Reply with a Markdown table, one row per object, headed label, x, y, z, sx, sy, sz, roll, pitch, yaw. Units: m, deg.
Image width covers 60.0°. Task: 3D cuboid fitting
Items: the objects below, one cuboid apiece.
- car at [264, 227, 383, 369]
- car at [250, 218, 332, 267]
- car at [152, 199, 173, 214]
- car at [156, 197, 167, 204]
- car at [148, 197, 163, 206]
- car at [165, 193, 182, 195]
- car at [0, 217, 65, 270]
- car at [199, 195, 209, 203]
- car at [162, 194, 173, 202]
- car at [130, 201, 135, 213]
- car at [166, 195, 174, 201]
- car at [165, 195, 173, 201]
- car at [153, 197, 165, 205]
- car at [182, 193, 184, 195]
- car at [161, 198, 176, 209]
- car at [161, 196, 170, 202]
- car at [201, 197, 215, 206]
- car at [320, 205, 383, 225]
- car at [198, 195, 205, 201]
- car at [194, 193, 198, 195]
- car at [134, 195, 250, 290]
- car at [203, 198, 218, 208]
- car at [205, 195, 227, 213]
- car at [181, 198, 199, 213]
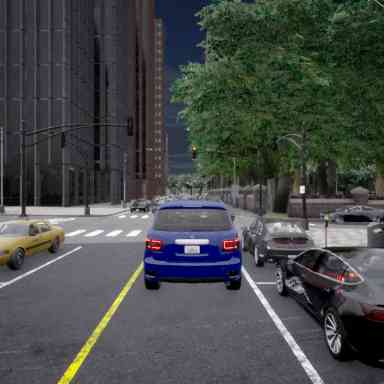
| label | x | y | z | sx | sy | sz | roll | pitch | yaw |
| --- | --- | --- | --- | --- | --- | --- | --- | --- | --- |
| car | 2.749 | 1.566 | 5.725 | 1.947 | 1.339 | 4.313 | 0 | 0 | 0 |
| car | 2.734 | 1.551 | 11.238 | 2.008 | 1.369 | 4.403 | 0 | 0 | 0 |
| car | -3.234 | 1.538 | 36.779 | 1.812 | 1.442 | 4.674 | 0 | 0 | 1 |
| car | -5.933 | 1.626 | 65.156 | 1.802 | 1.307 | 4.206 | 0 | 0 | 0 |
| car | -5.904 | 1.582 | 54.242 | 2.008 | 1.369 | 4.403 | 0 | 0 | 0 |
| car | -3.230 | 1.387 | 57.022 | 2.097 | 1.767 | 4.553 | 0 | 0 | 0 |
| car | -5.790 | 1.526 | 11.037 | 1.752 | 1.417 | 4.829 | 0 | 0 | 0 |
| car | 2.578 | 1.491 | 70.642 | 1.967 | 1.590 | 4.097 | 0 | 0 | 0 |
| car | -5.976 | 1.379 | 81.528 | 2.192 | 1.841 | 5.009 | 0 | 0 | 0 |
| car | -5.861 | 1.579 | 37.872 | 1.947 | 1.339 | 4.313 | 0 | 0 | 0 |
| car | -6.004 | 1.625 | 92.442 | 1.887 | 1.381 | 4.507 | 0 | 0 | 0 |
| car | -5.990 | 1.617 | 86.984 | 1.887 | 1.381 | 4.507 | 0 | 0 | 0 |
| car | -5.918 | 1.620 | 59.699 | 1.802 | 1.307 | 4.206 | 0 | 0 | 0 |
| car | -3.188 | 1.375 | 71.942 | 2.128 | 1.511 | 4.902 | 0 | 0 | 0 |
| car | -3.219 | 1.549 | 46.857 | 1.812 | 1.442 | 4.674 | 0 | 0 | 0 |
| car | -5.961 | 1.639 | 76.071 | 1.802 | 1.307 | 4.206 | 0 | 0 | 0 |
| car | 2.621 | 1.582 | 54.272 | 2.008 | 1.369 | 4.403 | 0 | 0 | 0 |
| car | 12.504 | 1.775 | 25.972 | 4.902 | 1.511 | 2.128 | 1 | 0 | -3 |
| car | 2.535 | 1.598 | 87.181 | 1.752 | 1.417 | 4.829 | 0 | 0 | 0 |
| car | -0.080 | 1.541 | 68.826 | 2.128 | 1.511 | 4.902 | 0 | 0 | 0 |
| car | 0.050 | 1.222 | 9.218 | 2.150 | 2.045 | 5.566 | 0 | 0 | 1 |
| car | 2.635 | 1.591 | 48.816 | 1.947 | 1.339 | 4.313 | 0 | 0 | 0 |
| car | 2.664 | 1.328 | 37.903 | 2.192 | 1.841 | 5.009 | 0 | 0 | 0 |
| car | -0.183 | 1.519 | 38.659 | 1.837 | 1.490 | 4.892 | 0 | 0 | 2 |
